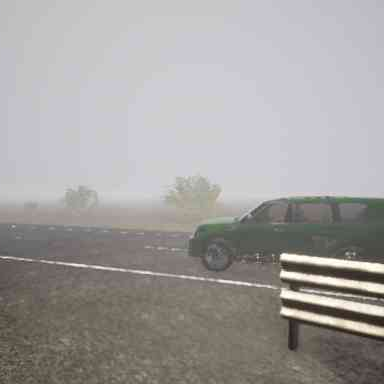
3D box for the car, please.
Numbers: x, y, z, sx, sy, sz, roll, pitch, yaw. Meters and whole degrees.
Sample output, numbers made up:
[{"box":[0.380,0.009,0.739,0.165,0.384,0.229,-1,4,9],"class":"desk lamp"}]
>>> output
[{"box":[2.665,1.135,9.172,5.566,2.045,2.150,0,0,23],"class":"car"}]
